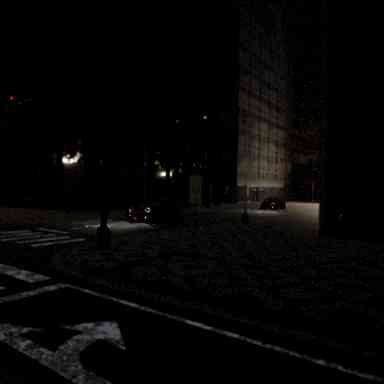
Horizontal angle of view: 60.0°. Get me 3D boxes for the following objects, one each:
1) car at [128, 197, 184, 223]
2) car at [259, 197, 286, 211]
[{"bbox_3d":[-2.576,1.235,24.583,2.097,1.767,4.553,1,0,36],"label":"car"},{"bbox_3d":[10.327,1.449,42.574,2.097,1.767,4.553,1,0,36],"label":"car"}]
